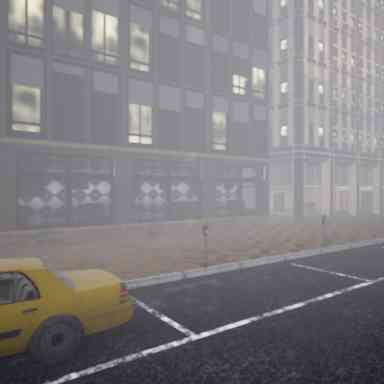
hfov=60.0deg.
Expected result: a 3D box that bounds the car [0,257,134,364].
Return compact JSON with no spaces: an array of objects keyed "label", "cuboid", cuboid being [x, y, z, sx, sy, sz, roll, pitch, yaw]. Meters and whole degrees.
[{"label":"car","cuboid":[-3.184,1.526,4.291,4.829,1.417,1.752,0,0,-35]}]
